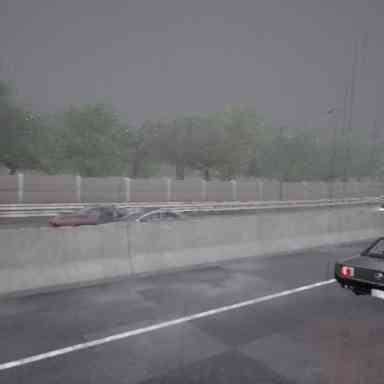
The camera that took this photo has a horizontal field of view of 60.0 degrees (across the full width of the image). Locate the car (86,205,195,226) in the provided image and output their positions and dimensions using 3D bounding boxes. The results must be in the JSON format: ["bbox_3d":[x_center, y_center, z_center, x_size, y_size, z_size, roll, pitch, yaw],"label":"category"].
[{"bbox_3d":[-2.033,1.539,15.440,4.902,1.511,2.128,0,0,-36],"label":"car"}]

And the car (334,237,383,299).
[{"bbox_3d":[5.369,1.658,7.579,4.718,1.301,1.895,0,0,-35],"label":"car"}]

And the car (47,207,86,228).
[{"bbox_3d":[-5.045,1.640,17.591,4.718,1.301,1.895,0,0,-35],"label":"car"}]

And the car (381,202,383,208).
[{"bbox_3d":[27.484,1.525,45.054,4.181,1.385,1.994,-1,1,-35],"label":"car"}]

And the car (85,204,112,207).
[{"bbox_3d":[-6.151,1.552,21.101,4.892,1.490,1.837,0,0,-35],"label":"car"}]
